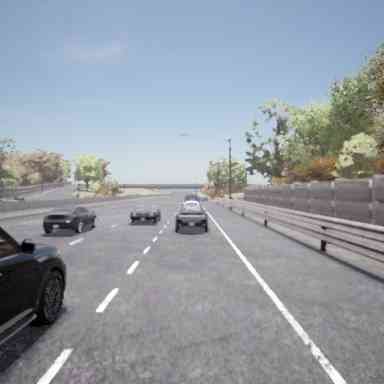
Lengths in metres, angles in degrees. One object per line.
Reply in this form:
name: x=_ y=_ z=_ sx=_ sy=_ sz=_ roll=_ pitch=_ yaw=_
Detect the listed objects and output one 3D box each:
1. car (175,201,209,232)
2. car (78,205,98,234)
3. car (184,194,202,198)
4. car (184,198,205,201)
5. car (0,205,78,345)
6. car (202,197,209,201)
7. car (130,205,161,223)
car: x=-0.011 y=1.510 z=20.415 sx=2.128 sy=1.511 sz=4.902 roll=0 pitch=0 yaw=0
car: x=-6.908 y=1.521 z=19.333 sx=1.837 sy=1.490 sz=4.892 roll=0 pitch=0 yaw=0
car: x=-0.025 y=1.310 z=49.725 sx=2.150 sy=2.045 sz=5.566 roll=0 pitch=0 yaw=0
car: x=-0.016 y=1.565 z=31.491 sx=1.812 sy=1.442 sz=4.674 roll=0 pitch=0 yaw=0
car: x=-3.404 y=1.223 z=3.880 sx=2.150 sy=2.045 sz=5.566 roll=0 pitch=0 yaw=0
car: x=2.985 y=1.907 z=86.078 sx=2.033 sy=1.411 sz=5.357 roll=0 pitch=-1 yaw=17
car: x=-3.413 y=1.627 z=25.368 sx=1.895 sy=1.301 sz=4.718 roll=0 pitch=0 yaw=0
